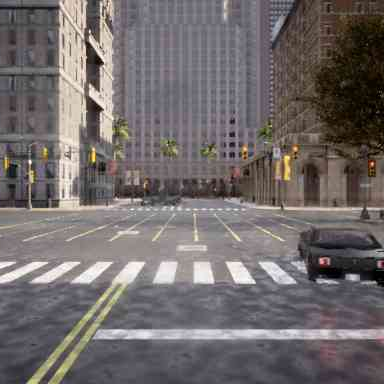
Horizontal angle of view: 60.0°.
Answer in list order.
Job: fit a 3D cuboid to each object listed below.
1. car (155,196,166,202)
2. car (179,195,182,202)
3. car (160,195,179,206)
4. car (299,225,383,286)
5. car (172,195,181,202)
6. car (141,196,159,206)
[{"bbox_3d":[-6.941,1.553,73.543,1.994,1.385,4.181,0,0,1],"label":"car"},{"bbox_3d":[-3.569,1.491,64.898,2.128,1.511,4.902,0,0,1],"label":"car"},{"bbox_3d":[-3.641,1.547,55.052,2.033,1.411,5.357,0,0,0],"label":"car"},{"bbox_3d":[4.139,1.602,9.528,1.895,1.301,4.718,0,0,15],"label":"car"},{"bbox_3d":[-3.424,1.500,75.310,1.837,1.490,4.892,0,0,1],"label":"car"},{"bbox_3d":[-7.134,1.491,54.290,2.128,1.511,4.902,0,0,0],"label":"car"}]
